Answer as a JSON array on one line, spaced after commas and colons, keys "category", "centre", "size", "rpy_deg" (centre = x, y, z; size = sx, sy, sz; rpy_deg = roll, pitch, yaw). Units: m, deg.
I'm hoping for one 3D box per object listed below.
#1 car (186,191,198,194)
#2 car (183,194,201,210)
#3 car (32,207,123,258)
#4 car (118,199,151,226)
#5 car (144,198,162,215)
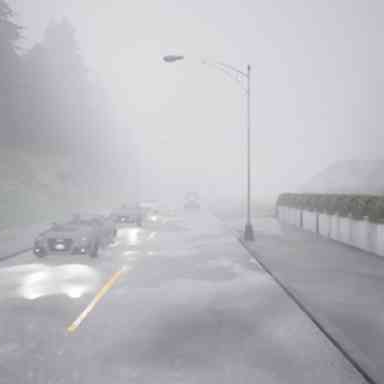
[{"category": "car", "centre": [-0.001, 0.891, 48.362], "size": [2.150, 2.045, 5.566], "rpy_deg": [0, 0, 0]}, {"category": "car", "centre": [-0.001, 1.265, 38.132], "size": [1.812, 1.442, 4.674], "rpy_deg": [0, 0, 0]}, {"category": "car", "centre": [-4.089, 1.479, 12.284], "size": [1.994, 1.385, 4.181], "rpy_deg": [0, 0, 0]}, {"category": "car", "centre": [-4.087, 1.415, 21.725], "size": [1.994, 1.385, 4.181], "rpy_deg": [0, 0, 0]}, {"category": "car", "centre": [-4.068, 1.310, 31.541], "size": [1.812, 1.442, 4.674], "rpy_deg": [0, 0, 1]}]
